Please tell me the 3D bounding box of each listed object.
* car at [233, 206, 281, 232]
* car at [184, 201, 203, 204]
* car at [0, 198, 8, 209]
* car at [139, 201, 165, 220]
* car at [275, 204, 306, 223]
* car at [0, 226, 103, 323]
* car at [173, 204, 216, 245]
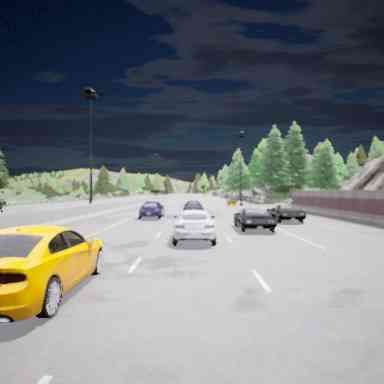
[{"bbox_3d":[3.610,1.600,19.859,1.895,1.301,4.718,0,0,0],"label":"car"},{"bbox_3d":[0.118,1.560,33.473,1.994,1.385,4.181,0,0,0],"label":"car"},{"bbox_3d":[-17.485,1.102,28.073,1.837,1.490,4.892,0,0,0],"label":"car"},{"bbox_3d":[-3.383,1.520,28.313,1.812,1.442,4.674,0,0,0],"label":"car"},{"bbox_3d":[7.114,1.601,25.582,1.895,1.301,4.718,0,0,0],"label":"car"},{"bbox_3d":[-3.393,1.475,7.340,1.882,1.535,5.008,0,0,0],"label":"car"},{"bbox_3d":[0.108,1.523,15.408,1.812,1.442,4.674,0,0,0],"label":"car"}]
